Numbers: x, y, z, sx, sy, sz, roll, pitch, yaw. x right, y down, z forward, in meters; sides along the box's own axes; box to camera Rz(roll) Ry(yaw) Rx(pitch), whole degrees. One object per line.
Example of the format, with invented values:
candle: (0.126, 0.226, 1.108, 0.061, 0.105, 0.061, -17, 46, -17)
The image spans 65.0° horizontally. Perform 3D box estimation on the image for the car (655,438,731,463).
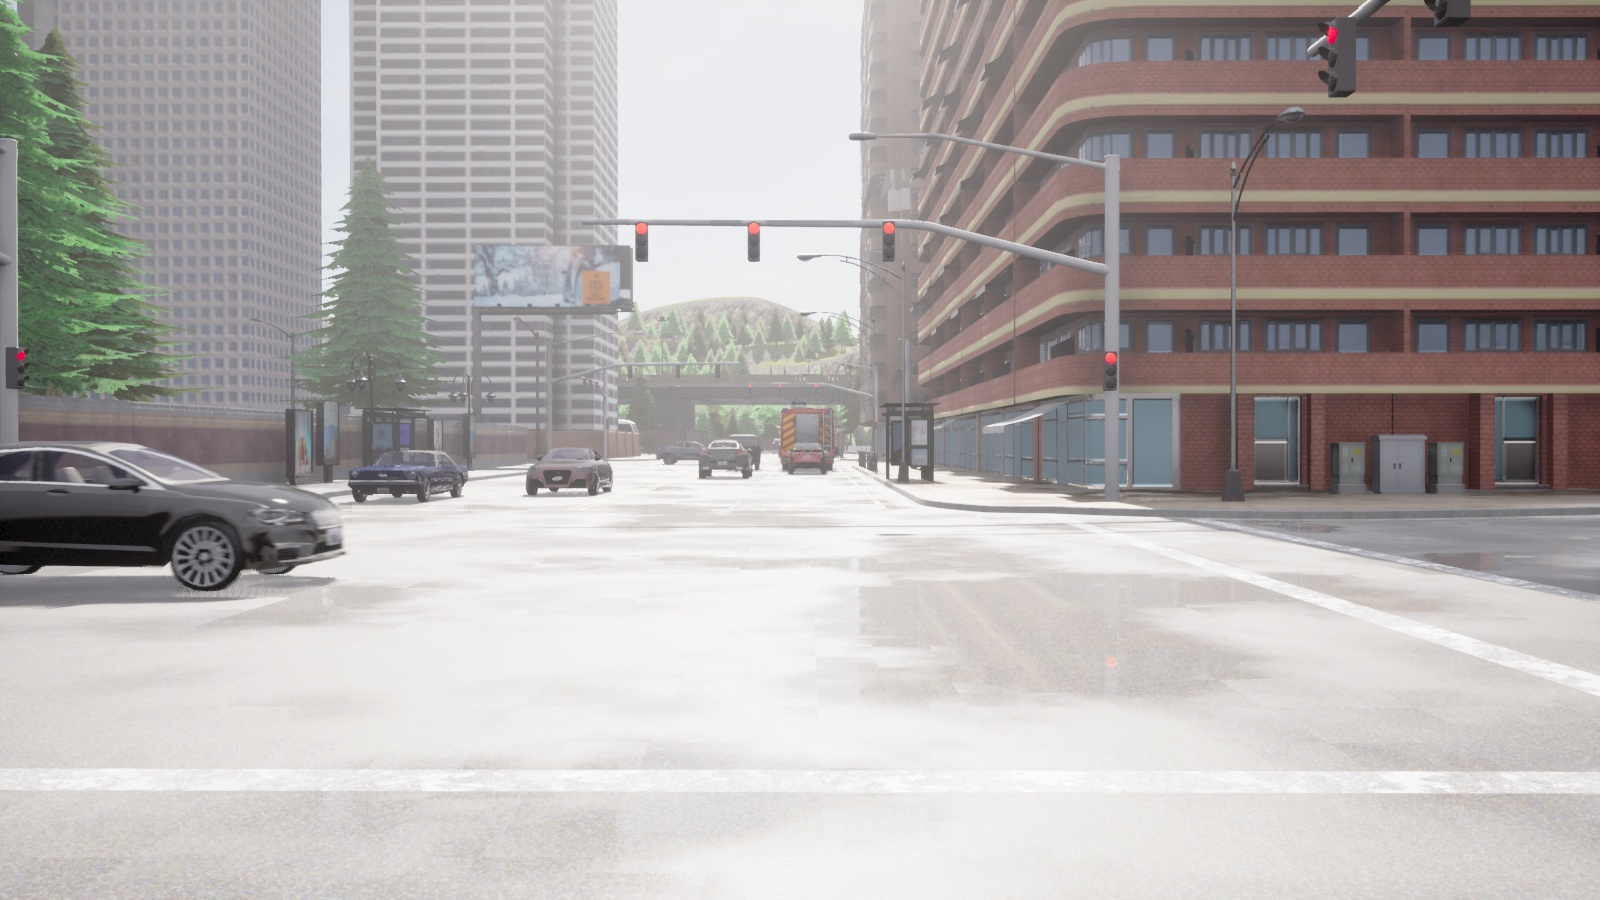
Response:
car: (-7.312, 0.031, 86.461, 5.027, 1.651, 2.152, 0, 0, 1)

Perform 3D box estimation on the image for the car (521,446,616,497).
car: (-6.770, 0.595, 37.184, 1.994, 1.385, 4.181, 0, 0, 1)

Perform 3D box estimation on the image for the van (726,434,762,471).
van: (-3.095, 0.104, 69.619, 1.775, 1.987, 4.442, 0, 0, 0)

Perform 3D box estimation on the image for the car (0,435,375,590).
car: (-7.329, 0.610, 13.356, 4.902, 1.511, 2.128, 0, 0, 0)

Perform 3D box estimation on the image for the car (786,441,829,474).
car: (0.355, 0.351, 60.665, 2.007, 1.525, 4.514, 0, 0, 0)

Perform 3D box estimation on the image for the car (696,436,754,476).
car: (-3.181, 0.216, 54.241, 2.152, 1.651, 5.027, 0, 0, 0)

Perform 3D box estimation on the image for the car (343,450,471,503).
car: (-10.299, 0.651, 33.270, 1.895, 1.301, 4.718, 0, 0, 0)

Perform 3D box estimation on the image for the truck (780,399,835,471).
truck: (0.412, -0.817, 70.674, 2.891, 3.827, 8.468, 0, 0, 0)
